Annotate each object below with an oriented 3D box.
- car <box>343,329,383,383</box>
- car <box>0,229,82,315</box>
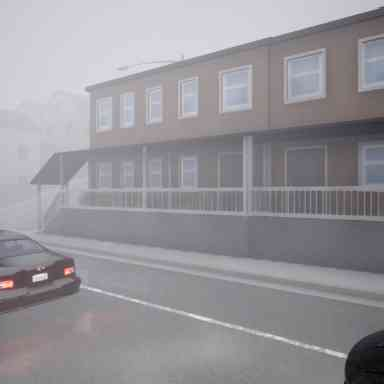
[{"bbox_3d":[3.417,1.478,1.551,5.008,1.535,1.882,0,0,35],"label":"car"},{"bbox_3d":[-4.709,1.547,7.320,5.357,1.411,2.033,0,0,36],"label":"car"}]
